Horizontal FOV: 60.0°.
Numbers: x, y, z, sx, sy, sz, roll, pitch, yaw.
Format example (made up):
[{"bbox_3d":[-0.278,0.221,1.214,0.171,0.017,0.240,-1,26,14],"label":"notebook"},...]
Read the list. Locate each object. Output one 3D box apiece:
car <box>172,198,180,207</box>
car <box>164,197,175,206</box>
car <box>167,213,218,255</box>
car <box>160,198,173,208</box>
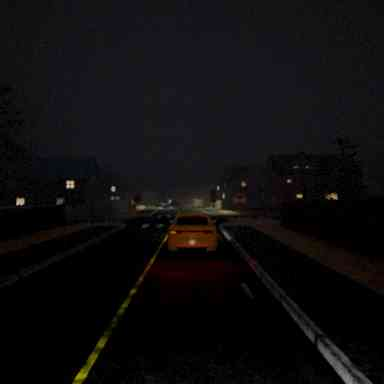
[{"bbox_3d":[-3.856,2.571,74.771,1.837,1.490,4.892,0,-1,-10],"label":"car"},{"bbox_3d":[-5.811,2.438,84.703,2.150,2.045,5.566,0,-1,-12],"label":"car"},{"bbox_3d":[0.029,1.629,14.107,1.882,1.535,5.008,0,-1,0],"label":"car"},{"bbox_3d":[-5.482,2.464,67.561,1.812,1.442,4.674,0,-1,-8],"label":"car"}]
